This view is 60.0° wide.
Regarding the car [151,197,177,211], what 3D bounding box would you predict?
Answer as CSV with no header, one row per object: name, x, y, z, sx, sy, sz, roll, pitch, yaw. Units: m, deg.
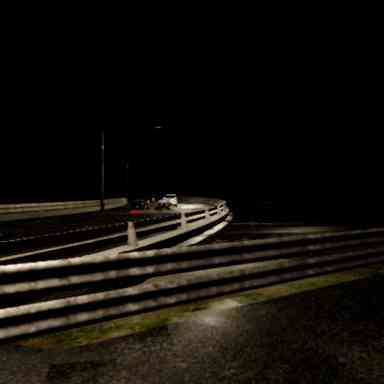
car,-3.631,1.691,43.906,2.033,1.411,5.357,0,0,3

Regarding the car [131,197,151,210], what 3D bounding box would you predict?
car,-7.047,1.633,45.843,1.837,1.490,4.892,0,0,3

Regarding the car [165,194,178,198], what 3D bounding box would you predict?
car,-3.505,1.406,54.239,2.150,2.045,5.566,0,0,-3

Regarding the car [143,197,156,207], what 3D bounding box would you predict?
car,-7.059,1.658,55.838,2.128,1.511,4.902,0,0,-6
